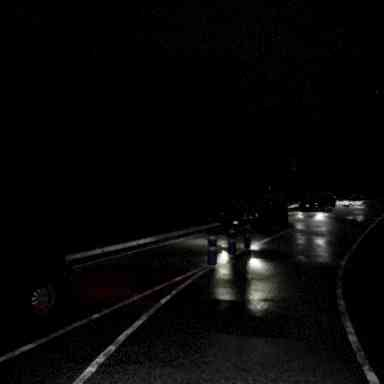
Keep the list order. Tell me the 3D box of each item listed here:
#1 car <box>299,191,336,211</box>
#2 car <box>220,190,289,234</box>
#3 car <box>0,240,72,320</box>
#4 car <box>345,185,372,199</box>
[{"bbox_3d":[10.502,0.688,27.746,1.837,1.490,4.892,0,3,39],"label":"car"},{"bbox_3d":[3.635,0.981,18.396,2.150,2.045,5.566,0,3,34],"label":"car"},{"bbox_3d":[-4.069,1.548,5.263,1.812,1.442,4.674,0,0,27],"label":"car"},{"bbox_3d":[18.845,-0.049,37.474,2.128,1.511,4.902,-1,3,43],"label":"car"}]
